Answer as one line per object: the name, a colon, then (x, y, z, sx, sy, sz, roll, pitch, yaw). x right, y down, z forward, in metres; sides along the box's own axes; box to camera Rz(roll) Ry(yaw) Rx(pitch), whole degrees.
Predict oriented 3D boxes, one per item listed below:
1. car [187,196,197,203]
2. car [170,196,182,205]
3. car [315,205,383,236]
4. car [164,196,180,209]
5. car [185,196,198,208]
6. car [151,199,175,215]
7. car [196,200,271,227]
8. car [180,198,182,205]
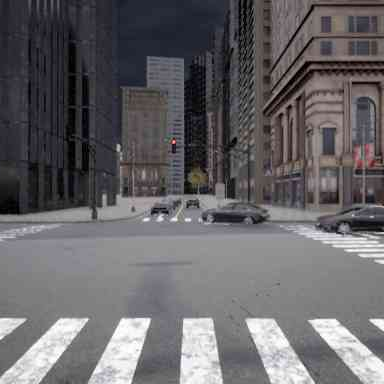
car: (-0.008, 1.659, 75.183, 2.128, 1.511, 4.902, 0, 0, 0)
car: (-2.995, 1.572, 62.738, 1.882, 1.535, 5.008, 0, 0, 0)
car: (9.082, 1.476, 17.591, 4.892, 1.490, 1.837, 0, 0, 0)
car: (-3.058, 1.539, 43.178, 2.128, 1.511, 4.902, 0, 0, 0)
car: (0.116, 1.566, 49.852, 1.837, 1.490, 4.892, 0, 0, 0)
car: (-3.052, 1.631, 33.782, 1.895, 1.301, 4.718, 0, 0, 0)
car: (3.011, 1.525, 23.197, 4.892, 1.490, 1.837, 0, 2, 33)
car: (-3.045, 1.573, 52.589, 1.837, 1.490, 4.892, 0, 0, 0)
